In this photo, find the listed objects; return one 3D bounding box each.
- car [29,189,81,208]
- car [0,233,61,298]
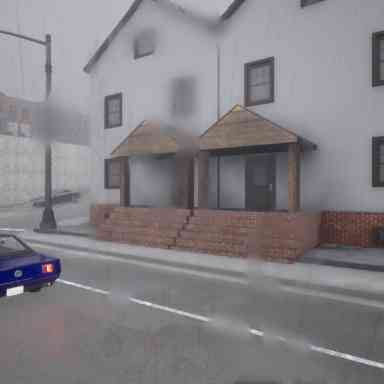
[{"bbox_3d":[-12.870,0.539,31.484,2.128,1.511,4.902,0,9,35],"label":"car"},{"bbox_3d":[-5.160,1.601,7.646,4.718,1.301,1.895,0,0,36],"label":"car"}]
